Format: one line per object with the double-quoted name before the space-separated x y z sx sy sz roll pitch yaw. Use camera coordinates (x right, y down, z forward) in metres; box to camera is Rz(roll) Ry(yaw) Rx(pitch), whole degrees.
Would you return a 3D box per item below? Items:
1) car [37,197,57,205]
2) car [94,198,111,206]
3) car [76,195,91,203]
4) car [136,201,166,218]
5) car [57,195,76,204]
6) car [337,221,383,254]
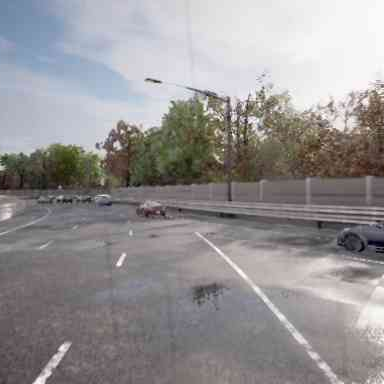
"car" -27.548 1.599 62.297 2.128 1.511 4.902 0 0 -38
"car" -15.033 1.626 55.639 1.994 1.385 4.181 0 0 -30
"car" -21.554 1.473 66.058 1.837 1.490 4.892 0 0 -38
"car" -3.736 1.528 30.128 1.812 1.442 4.674 -1 0 -23
"car" -24.712 1.350 64.347 2.097 1.767 4.553 0 0 -38
"car" 7.281 1.518 11.447 1.994 1.385 4.181 -1 0 -37
